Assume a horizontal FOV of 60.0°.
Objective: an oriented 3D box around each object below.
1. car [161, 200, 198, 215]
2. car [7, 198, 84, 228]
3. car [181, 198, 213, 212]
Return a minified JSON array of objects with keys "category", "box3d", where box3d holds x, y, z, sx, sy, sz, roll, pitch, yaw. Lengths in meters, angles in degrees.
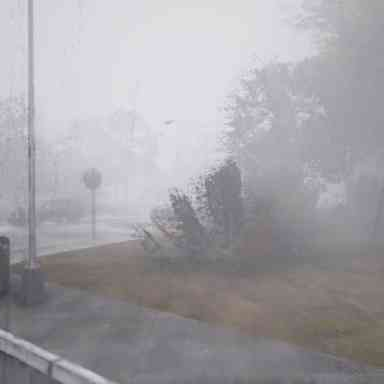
[{"category":"car","box3d":[-1.368,1.709,27.155,2.128,1.511,4.902,-1,-1,32]},{"category":"car","box3d":[-10.928,1.525,25.316,2.150,2.045,5.566,-1,0,32]},{"category":"car","box3d":[0.698,1.671,43.701,2.097,1.767,4.553,-1,-1,32]}]
